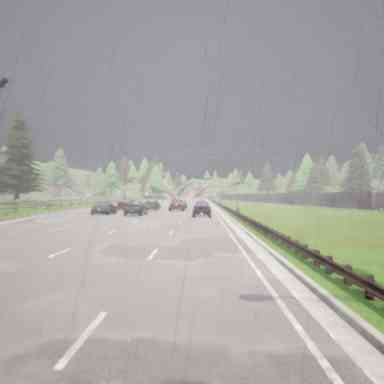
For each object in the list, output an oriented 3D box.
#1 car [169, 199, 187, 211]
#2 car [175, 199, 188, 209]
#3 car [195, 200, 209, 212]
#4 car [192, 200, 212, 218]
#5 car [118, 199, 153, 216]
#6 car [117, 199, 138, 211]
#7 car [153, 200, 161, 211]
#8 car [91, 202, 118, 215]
[{"bbox_3d":[-2.051,1.748,46.659,2.097,1.767,4.553,1,-1,2],"label":"car"},{"bbox_3d":[-1.757,2.015,56.237,1.812,1.442,4.674,1,-1,2],"label":"car"},{"bbox_3d":[1.406,1.968,47.453,1.837,1.490,4.892,1,0,2],"label":"car"},{"bbox_3d":[1.042,1.847,34.985,1.837,1.490,4.892,1,0,2],"label":"car"},{"bbox_3d":[-5.941,1.721,35.533,2.128,1.511,4.902,1,0,2],"label":"car"},{"bbox_3d":[-9.117,1.761,47.267,1.882,1.535,5.008,1,0,2],"label":"car"},{"bbox_3d":[-5.607,1.837,47.509,2.128,1.511,4.902,1,0,2],"label":"car"},{"bbox_3d":[-9.422,1.739,35.966,1.994,1.385,4.181,1,0,2],"label":"car"}]
